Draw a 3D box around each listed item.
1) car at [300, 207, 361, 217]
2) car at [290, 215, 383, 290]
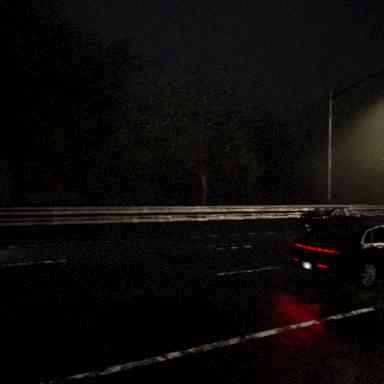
[{"bbox_3d":[8.263,1.601,18.779,4.902,1.511,2.128,1,0,-27],"label":"car"},{"bbox_3d":[4.944,1.562,9.194,4.892,1.490,1.837,1,0,-27],"label":"car"}]
